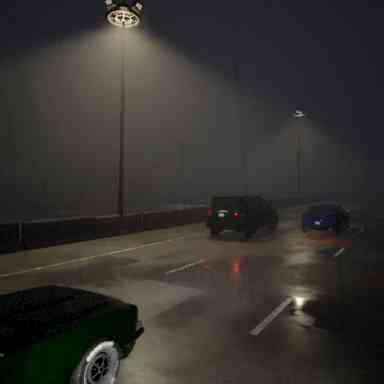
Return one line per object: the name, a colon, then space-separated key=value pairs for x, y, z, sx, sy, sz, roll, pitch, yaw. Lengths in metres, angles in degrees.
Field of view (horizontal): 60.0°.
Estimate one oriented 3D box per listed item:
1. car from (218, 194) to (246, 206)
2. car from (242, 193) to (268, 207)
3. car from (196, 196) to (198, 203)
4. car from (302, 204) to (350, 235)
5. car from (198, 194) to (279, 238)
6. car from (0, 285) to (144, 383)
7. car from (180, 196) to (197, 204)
car: x=6.002 y=1.133 z=48.966 sx=2.128 sy=1.511 sz=4.902 roll=0 pitch=1 yaw=33
car: x=8.983 y=1.026 z=47.130 sx=2.097 sy=1.767 sz=4.553 roll=0 pitch=1 yaw=33
car: x=3.049 y=1.286 z=50.845 sx=1.895 sy=1.301 sz=4.718 roll=0 pitch=1 yaw=33
car: x=7.645 y=1.406 z=18.796 sx=1.882 sy=1.535 sz=5.008 roll=0 pitch=0 yaw=33
car: x=2.820 y=1.168 z=17.738 sx=2.150 sy=2.045 sz=5.566 roll=0 pitch=0 yaw=33
car: x=-2.555 y=1.600 z=2.792 sx=1.895 sy=1.301 sz=4.718 roll=0 pitch=0 yaw=33
car: x=0.097 y=1.242 z=52.725 sx=1.895 sy=1.301 sz=4.718 roll=0 pitch=1 yaw=33
